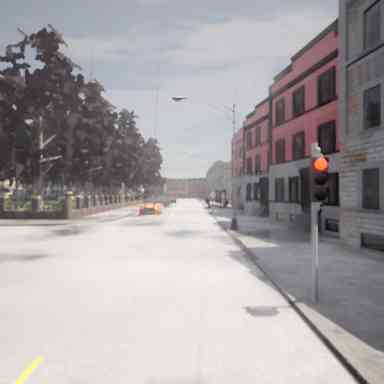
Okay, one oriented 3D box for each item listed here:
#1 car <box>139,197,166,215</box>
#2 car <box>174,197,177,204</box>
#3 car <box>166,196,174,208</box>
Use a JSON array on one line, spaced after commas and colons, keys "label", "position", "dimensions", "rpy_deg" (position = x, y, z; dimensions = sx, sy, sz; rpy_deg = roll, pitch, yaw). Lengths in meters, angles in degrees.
[{"label": "car", "position": [-4.164, 1.425, 34.498], "dimensions": [2.097, 1.767, 4.553], "rpy_deg": [0, 0, 0]}, {"label": "car", "position": [-4.138, 1.628, 68.081], "dimensions": [1.882, 1.535, 5.008], "rpy_deg": [0, 0, 0]}, {"label": "car", "position": [-4.185, 1.608, 49.727], "dimensions": [1.837, 1.490, 4.892], "rpy_deg": [0, 0, 0]}]
